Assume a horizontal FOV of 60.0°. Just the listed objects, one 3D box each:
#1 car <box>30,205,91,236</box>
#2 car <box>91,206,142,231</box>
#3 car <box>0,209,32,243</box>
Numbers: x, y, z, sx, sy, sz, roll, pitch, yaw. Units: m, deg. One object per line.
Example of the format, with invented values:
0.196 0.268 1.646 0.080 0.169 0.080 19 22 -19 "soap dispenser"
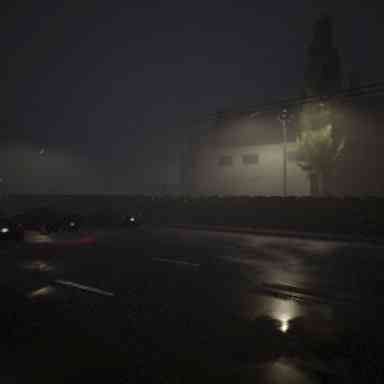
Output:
-8.109 1.476 18.369 5.008 1.535 1.882 0 0 36 "car"
-5.104 1.562 20.523 4.181 1.385 1.994 0 0 36 "car"
-9.406 1.562 14.994 4.181 1.385 1.994 0 0 36 "car"
